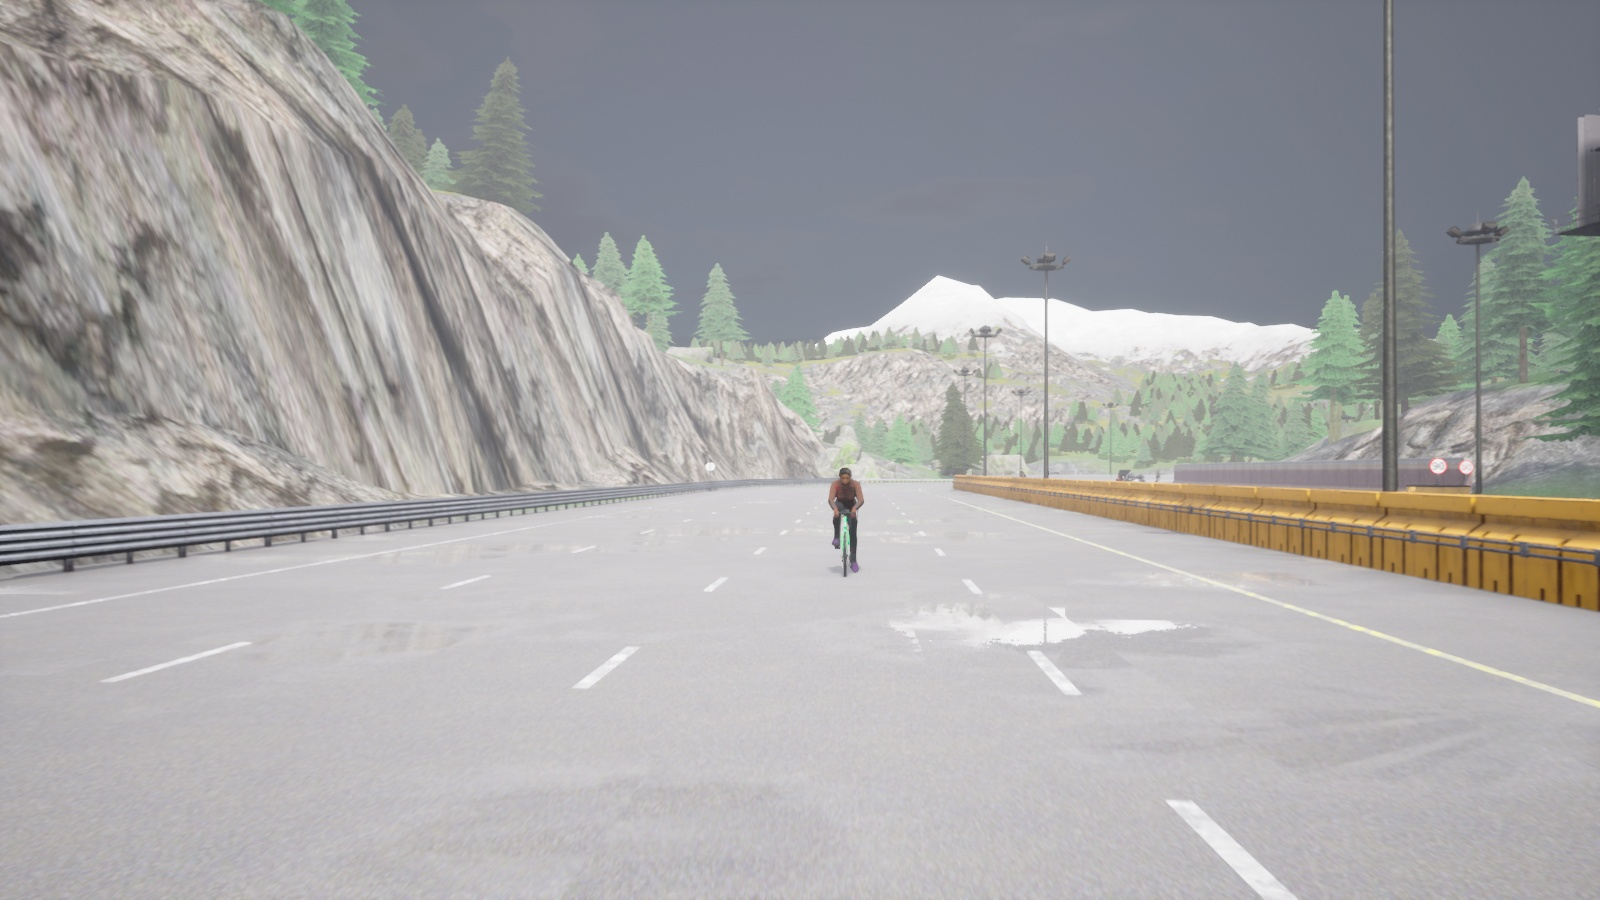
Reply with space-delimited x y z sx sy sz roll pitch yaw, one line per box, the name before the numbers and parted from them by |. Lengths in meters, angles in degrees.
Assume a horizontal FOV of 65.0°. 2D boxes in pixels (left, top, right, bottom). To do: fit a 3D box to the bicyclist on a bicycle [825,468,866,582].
bicyclist on a bicycle | 0.689 1.079 18.789 0.582 1.620 1.656 0 -1 3
